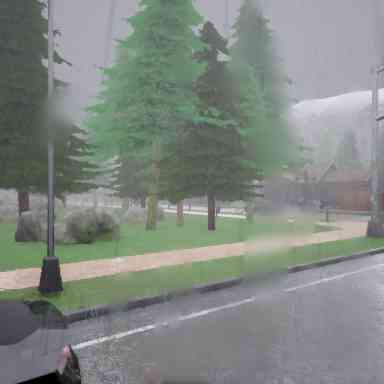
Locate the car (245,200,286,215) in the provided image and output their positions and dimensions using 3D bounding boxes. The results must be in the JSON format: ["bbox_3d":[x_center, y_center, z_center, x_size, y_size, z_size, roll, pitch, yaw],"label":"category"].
[{"bbox_3d":[7.272,1.550,33.391,1.994,1.385,4.181,0,0,-37],"label":"car"}]

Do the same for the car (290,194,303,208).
[{"bbox_3d":[14.856,1.161,44.179,3.866,1.878,1.905,0,0,-37],"label":"car"}]

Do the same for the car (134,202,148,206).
[{"bbox_3d":[-7.506,1.479,52.729,2.128,1.511,4.902,0,0,-39],"label":"car"}]

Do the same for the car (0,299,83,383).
[{"bbox_3d":[-3.126,1.491,1.744,4.902,1.511,2.128,0,0,-36],"label":"car"}]

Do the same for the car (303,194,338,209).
[{"bbox_3d":[16.682,1.160,42.408,4.605,1.855,1.932,0,0,-37],"label":"car"}]
